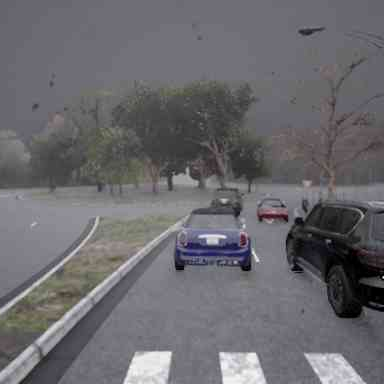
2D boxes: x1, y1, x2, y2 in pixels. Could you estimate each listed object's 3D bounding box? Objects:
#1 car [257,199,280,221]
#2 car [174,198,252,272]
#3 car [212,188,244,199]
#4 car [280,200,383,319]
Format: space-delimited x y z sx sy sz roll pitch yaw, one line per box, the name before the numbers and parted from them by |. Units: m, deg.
car | 5.563 1.152 23.208 1.994 1.385 4.181 1 3 10
car | 0.694 1.267 10.736 2.097 1.767 4.553 0 1 4
car | 2.834 0.668 26.121 2.150 2.045 5.566 1 3 12
car | 3.690 1.182 7.360 2.150 2.045 5.566 0 0 3
